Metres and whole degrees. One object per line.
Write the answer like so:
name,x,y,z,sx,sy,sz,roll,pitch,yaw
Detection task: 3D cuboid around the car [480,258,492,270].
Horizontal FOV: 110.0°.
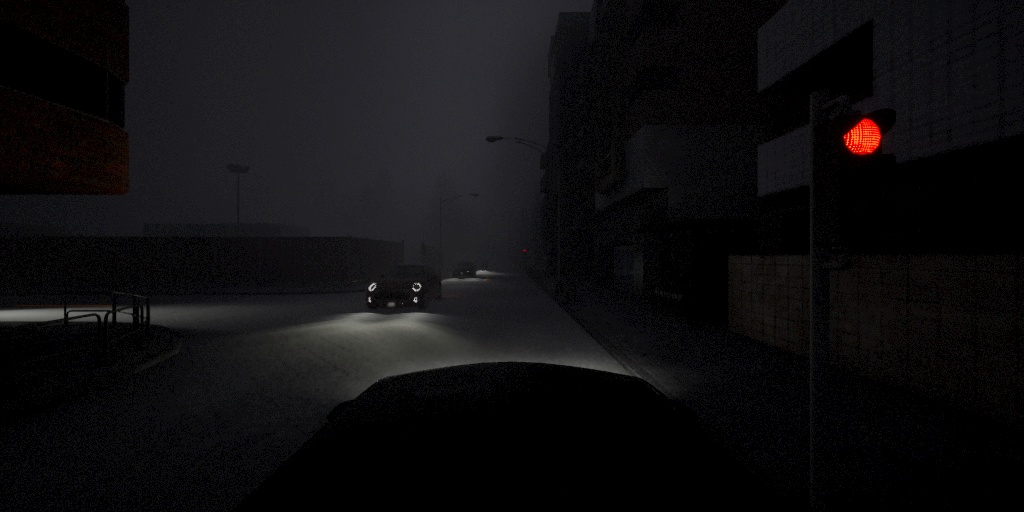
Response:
car,-4.493,1.242,53.220,2.128,1.511,4.902,0,0,-1

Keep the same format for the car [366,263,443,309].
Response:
car,-4.222,1.101,14.737,2.097,1.767,4.553,0,0,-1

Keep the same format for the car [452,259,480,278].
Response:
car,-4.400,1.254,33.593,1.837,1.490,4.892,0,0,0
